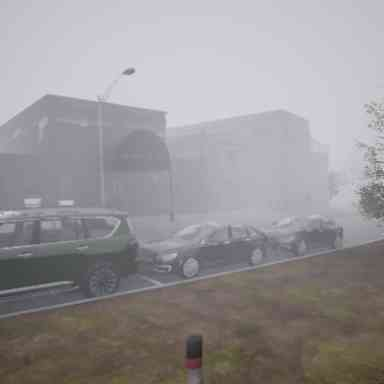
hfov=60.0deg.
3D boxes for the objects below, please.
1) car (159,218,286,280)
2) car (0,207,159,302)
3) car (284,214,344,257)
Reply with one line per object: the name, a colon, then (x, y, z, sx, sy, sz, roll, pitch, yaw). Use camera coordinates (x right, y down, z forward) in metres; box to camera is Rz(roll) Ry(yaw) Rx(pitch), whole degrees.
car: (0.572, 1.709, 10.976, 4.892, 1.521, 2.231, 1, 2, -39)
car: (-3.859, 1.417, 7.512, 5.566, 2.045, 2.435, 1, 2, -37)
car: (4.860, 1.751, 14.565, 4.892, 1.521, 2.231, 1, 2, -40)
